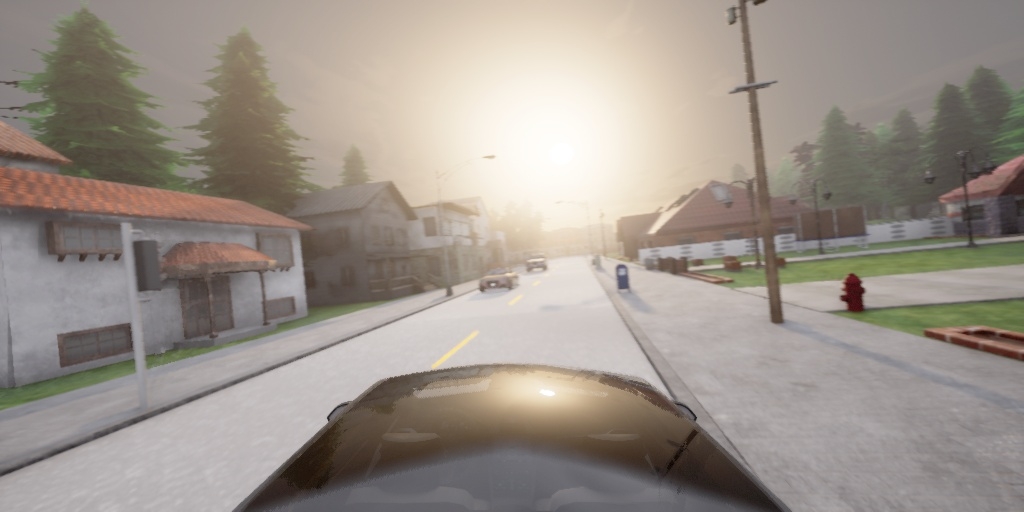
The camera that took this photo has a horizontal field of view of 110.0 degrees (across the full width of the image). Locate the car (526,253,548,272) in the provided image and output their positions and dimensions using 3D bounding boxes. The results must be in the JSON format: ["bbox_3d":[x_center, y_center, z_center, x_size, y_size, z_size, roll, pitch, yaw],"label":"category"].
[{"bbox_3d":[3.059,0.771,43.246,2.150,2.045,5.566,-6,0,11],"label":"car"}]

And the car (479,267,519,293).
[{"bbox_3d":[-0.776,1.457,22.968,1.994,1.385,4.181,-6,0,11],"label":"car"}]
